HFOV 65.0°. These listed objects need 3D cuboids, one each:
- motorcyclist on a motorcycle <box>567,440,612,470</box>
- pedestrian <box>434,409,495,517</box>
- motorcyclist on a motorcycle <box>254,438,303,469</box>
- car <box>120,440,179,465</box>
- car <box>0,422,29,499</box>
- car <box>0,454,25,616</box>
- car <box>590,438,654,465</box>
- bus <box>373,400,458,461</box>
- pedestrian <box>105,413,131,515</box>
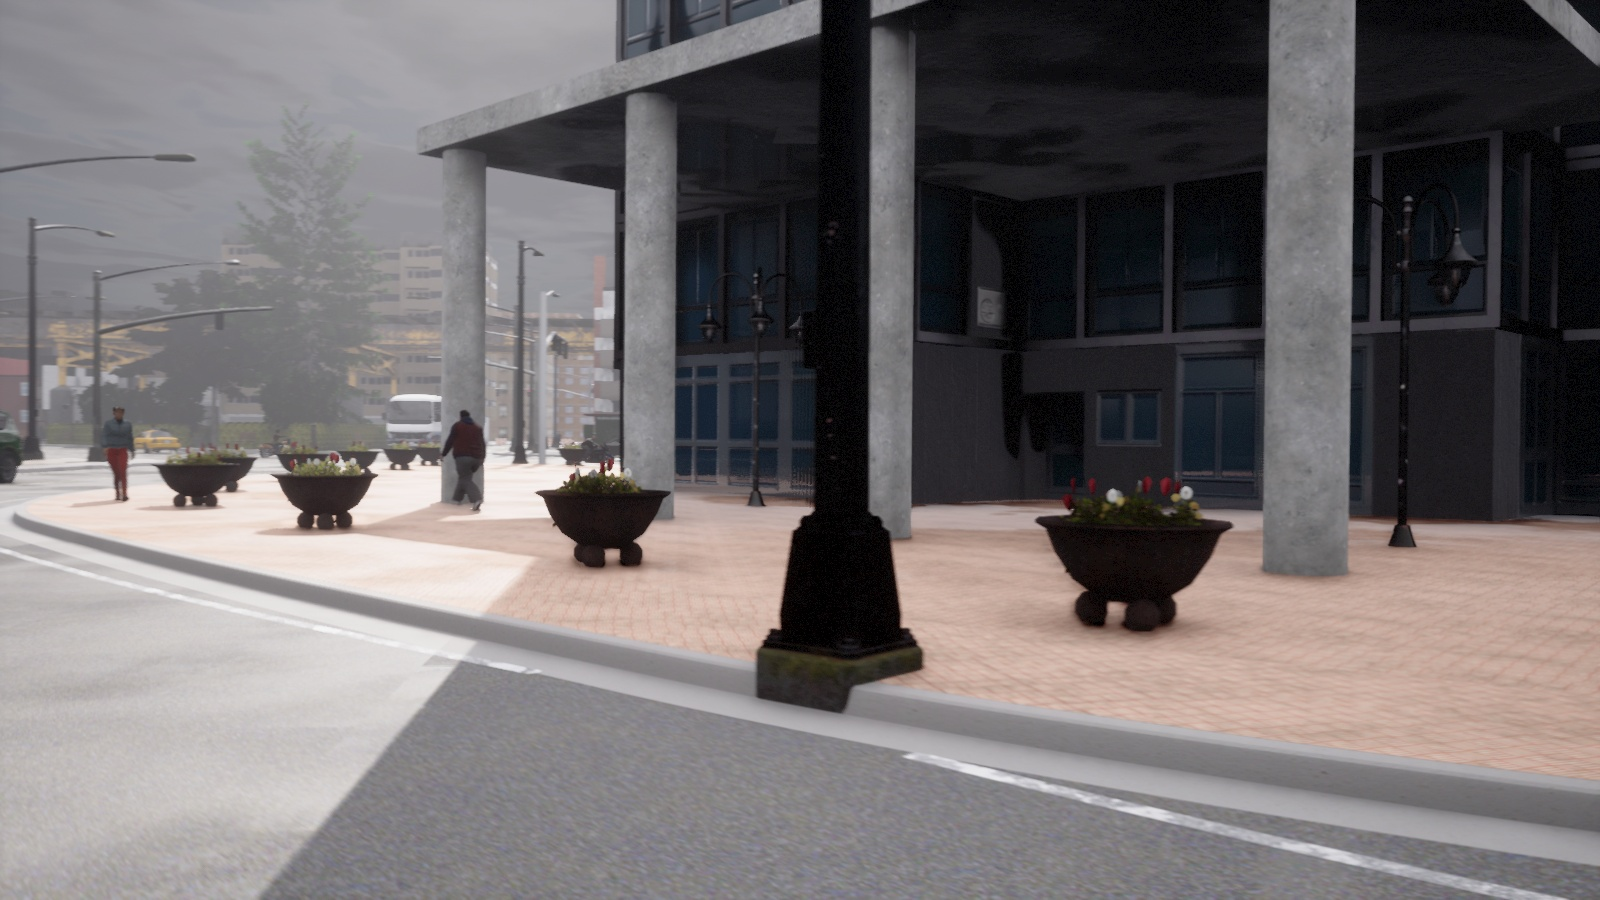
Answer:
[{"bbox_3d":[-10.609,0.240,63.401,2.191,1.530,0.866,0,0,-6],"label":"motorcyclist on a motorcycle"},{"bbox_3d":[-5.883,0.213,22.028,0.899,1.844,0.634,0,1,44],"label":"pedestrian"},{"bbox_3d":[-28.484,0.181,68.611,2.350,1.649,0.766,-1,0,-44],"label":"motorcyclist on a motorcycle"},{"bbox_3d":[-41.289,0.147,79.659,5.366,1.575,1.801,0,1,45],"label":"car"},{"bbox_3d":[-22.255,0.300,32.014,2.150,2.045,5.566,-1,1,-5],"label":"car"},{"bbox_3d":[-8.052,0.737,11.136,2.207,1.376,1.481,1,1,44],"label":"car"},{"bbox_3d":[-10.461,0.073,73.974,3.705,1.549,1.789,0,1,-6],"label":"car"},{"bbox_3d":[-28.177,-1.426,92.602,3.944,4.253,10.273,-1,1,-6],"label":"bus"},{"bbox_3d":[-12.468,0.249,22.944,0.353,1.847,0.614,-1,1,-33],"label":"pedestrian"}]
